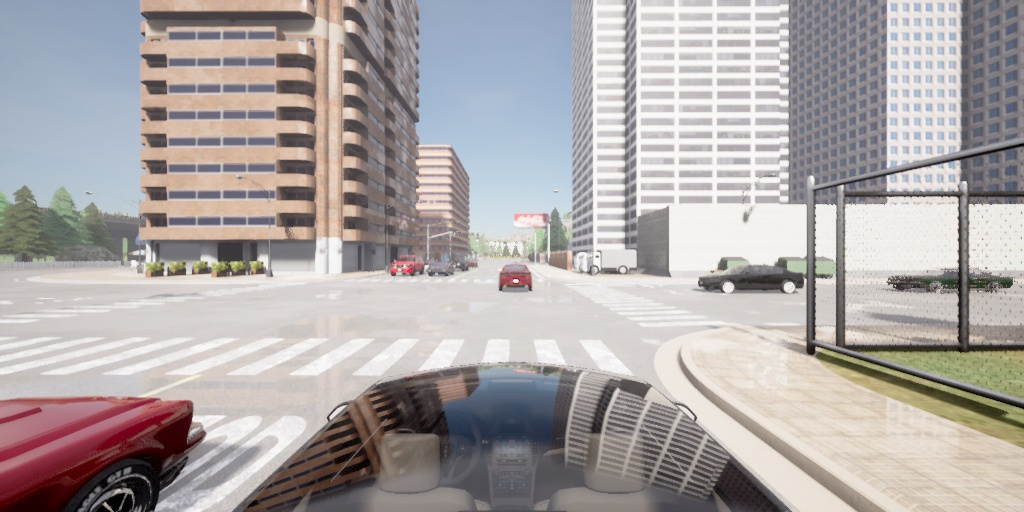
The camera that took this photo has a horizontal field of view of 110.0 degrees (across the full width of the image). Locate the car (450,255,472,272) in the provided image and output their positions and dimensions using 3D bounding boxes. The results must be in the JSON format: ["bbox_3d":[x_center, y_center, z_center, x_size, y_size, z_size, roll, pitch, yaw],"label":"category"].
[{"bbox_3d":[-6.847,0.938,45.758,2.150,2.045,5.566,0,0,1],"label":"car"}]

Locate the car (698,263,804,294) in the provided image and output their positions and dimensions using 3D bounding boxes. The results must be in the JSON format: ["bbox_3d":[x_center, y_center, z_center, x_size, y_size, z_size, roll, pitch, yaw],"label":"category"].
[{"bbox_3d":[12.520,1.159,18.976,5.008,1.535,1.882,0,0,0],"label":"car"}]

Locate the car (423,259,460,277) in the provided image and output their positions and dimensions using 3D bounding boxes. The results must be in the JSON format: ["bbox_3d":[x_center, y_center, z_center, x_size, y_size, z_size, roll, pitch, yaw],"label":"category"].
[{"bbox_3d":[-6.904,1.272,35.569,2.033,1.411,5.357,0,0,0],"label":"car"}]

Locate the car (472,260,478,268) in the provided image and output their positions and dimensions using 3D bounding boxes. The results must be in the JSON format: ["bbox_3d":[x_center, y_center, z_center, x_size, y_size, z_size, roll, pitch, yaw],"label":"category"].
[{"bbox_3d":[-6.709,1.308,58.970,1.895,1.301,4.718,0,0,1],"label":"car"}]

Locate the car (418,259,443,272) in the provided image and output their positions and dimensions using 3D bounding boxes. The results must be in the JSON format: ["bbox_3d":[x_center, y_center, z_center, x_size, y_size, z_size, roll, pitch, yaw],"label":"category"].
[{"bbox_3d":[-10.346,1.208,45.873,2.128,1.511,4.902,0,0,1],"label":"car"}]

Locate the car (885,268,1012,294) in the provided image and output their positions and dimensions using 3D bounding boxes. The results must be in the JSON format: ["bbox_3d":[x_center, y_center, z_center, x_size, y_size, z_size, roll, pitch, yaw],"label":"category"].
[{"bbox_3d":[22.856,1.282,18.938,4.718,1.301,1.895,0,0,0],"label":"car"}]

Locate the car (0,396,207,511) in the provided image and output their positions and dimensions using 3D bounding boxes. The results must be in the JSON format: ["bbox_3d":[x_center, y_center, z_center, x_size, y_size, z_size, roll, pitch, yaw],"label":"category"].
[{"bbox_3d":[-3.443,1.352,0.770,1.895,1.301,4.718,0,0,0],"label":"car"}]

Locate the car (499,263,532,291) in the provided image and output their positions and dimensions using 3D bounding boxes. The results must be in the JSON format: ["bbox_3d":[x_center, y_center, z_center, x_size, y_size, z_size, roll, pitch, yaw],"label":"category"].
[{"bbox_3d":[0.213,1.200,21.839,1.882,1.535,5.008,0,0,0],"label":"car"}]

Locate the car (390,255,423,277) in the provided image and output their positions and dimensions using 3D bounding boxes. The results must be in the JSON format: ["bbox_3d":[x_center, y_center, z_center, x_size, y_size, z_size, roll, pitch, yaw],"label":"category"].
[{"bbox_3d":[-10.398,0.946,36.024,2.150,2.045,5.566,0,0,0],"label":"car"}]
